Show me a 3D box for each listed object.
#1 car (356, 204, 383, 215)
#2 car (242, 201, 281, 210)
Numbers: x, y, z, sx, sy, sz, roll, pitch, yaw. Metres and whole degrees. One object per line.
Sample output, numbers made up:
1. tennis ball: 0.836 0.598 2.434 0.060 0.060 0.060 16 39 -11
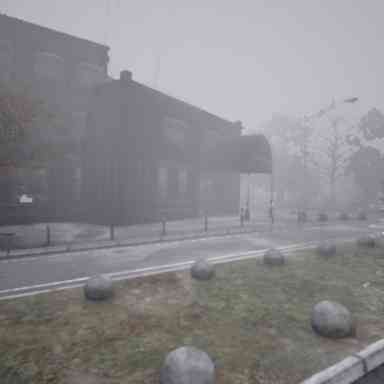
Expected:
1. car: 22.203 2.138 39.687 4.674 1.442 1.812 1 -1 17
2. car: 9.780 1.913 47.220 5.357 1.411 2.033 1 -1 36
